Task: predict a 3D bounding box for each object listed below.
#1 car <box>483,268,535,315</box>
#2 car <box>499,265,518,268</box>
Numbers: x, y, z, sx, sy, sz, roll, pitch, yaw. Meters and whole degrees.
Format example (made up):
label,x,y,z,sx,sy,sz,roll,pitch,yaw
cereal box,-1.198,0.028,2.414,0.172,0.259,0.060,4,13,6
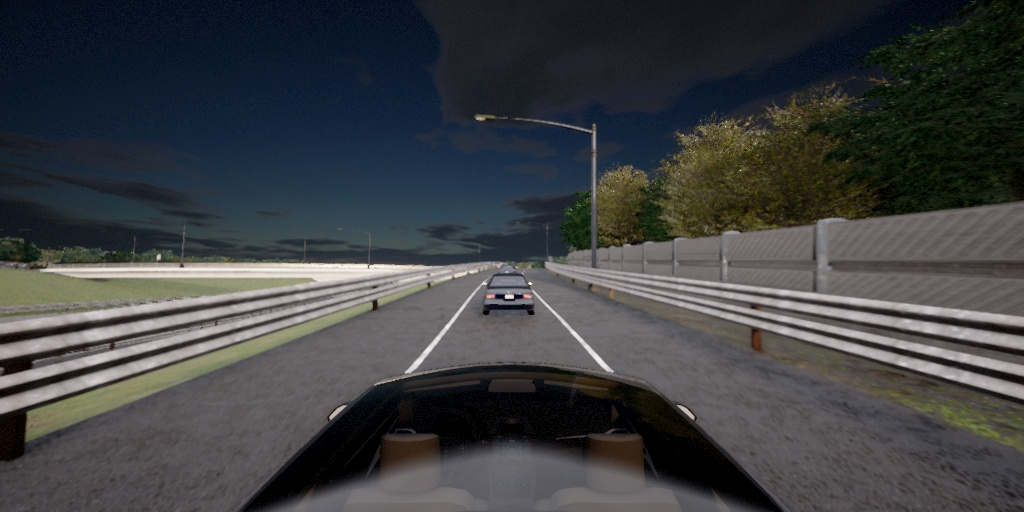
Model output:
label,x,y,z,sx,sy,sz,roll,pitch,yaw
car,-0.155,1.388,14.137,2.033,1.411,5.357,0,0,-1
car,-0.392,1.552,36.113,1.994,1.385,4.181,0,0,1
